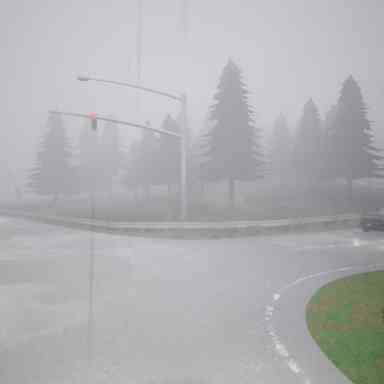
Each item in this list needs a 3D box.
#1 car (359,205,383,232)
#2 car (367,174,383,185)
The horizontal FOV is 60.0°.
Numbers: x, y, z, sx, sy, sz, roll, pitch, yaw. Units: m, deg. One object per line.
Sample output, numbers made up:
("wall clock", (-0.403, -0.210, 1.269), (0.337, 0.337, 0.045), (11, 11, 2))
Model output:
("car", (10.930, 1.226, 17.273), (5.008, 1.535, 1.882), (-3, 1, -24))
("car", (28.162, -2.127, 51.084), (2.150, 2.045, 5.566), (0, 5, 25))
